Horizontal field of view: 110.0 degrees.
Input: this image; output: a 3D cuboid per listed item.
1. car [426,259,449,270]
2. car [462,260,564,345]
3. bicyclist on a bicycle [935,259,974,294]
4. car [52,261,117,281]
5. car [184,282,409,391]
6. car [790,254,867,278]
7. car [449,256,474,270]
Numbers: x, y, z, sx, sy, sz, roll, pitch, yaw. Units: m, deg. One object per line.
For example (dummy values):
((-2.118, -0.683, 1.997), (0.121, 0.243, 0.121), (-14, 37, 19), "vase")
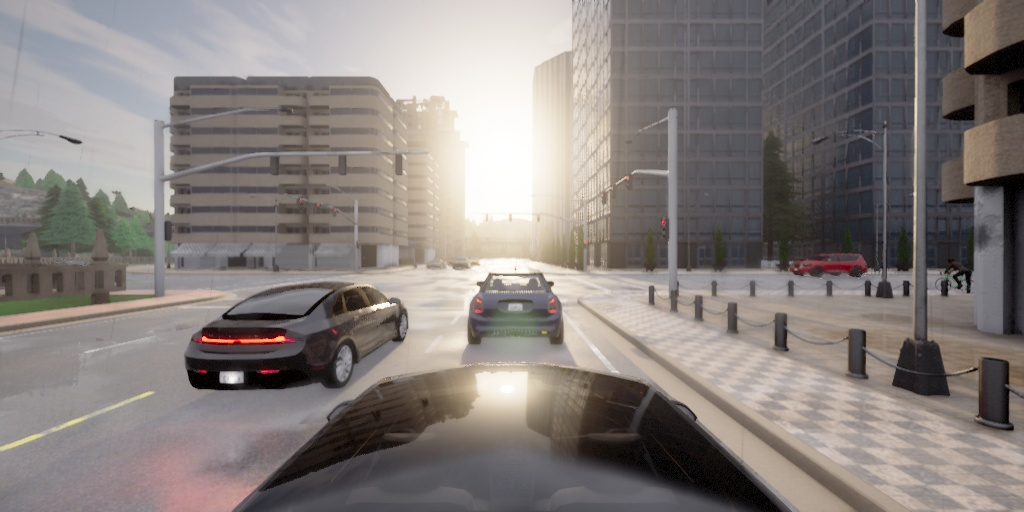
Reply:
((-10.531, 1.164, 50.146), (2.033, 1.411, 5.357), (0, 0, 0), "car")
((0.090, 1.080, 9.601), (2.097, 1.767, 4.553), (0, 0, 0), "car")
((21.018, 0.954, 17.002), (0.582, 1.620, 1.656), (0, 0, 0), "bicyclist on a bicycle")
((-30.406, 1.134, 25.198), (4.892, 1.490, 1.837), (0, 0, 7), "car")
((-3.427, 1.241, 6.830), (1.837, 1.490, 4.892), (0, 0, 0), "car")
((27.693, 0.834, 31.440), (5.566, 2.045, 2.150), (0, 0, 0), "car")
((-7.028, 0.968, 50.302), (2.097, 1.767, 4.553), (0, 0, 0), "car")
